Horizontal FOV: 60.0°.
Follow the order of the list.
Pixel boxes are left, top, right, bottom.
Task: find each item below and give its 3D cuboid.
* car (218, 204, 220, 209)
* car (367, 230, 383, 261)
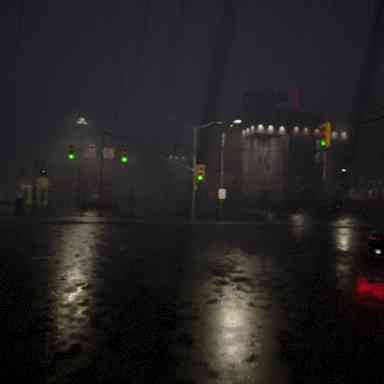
[{"bbox_3d":[3.324,2.132,52.566,4.674,1.452,2.002,2,-1,-13],"label":"car"},{"bbox_3d":[8.928,1.936,12.120,4.892,1.490,1.837,2,-1,-10],"label":"car"}]
